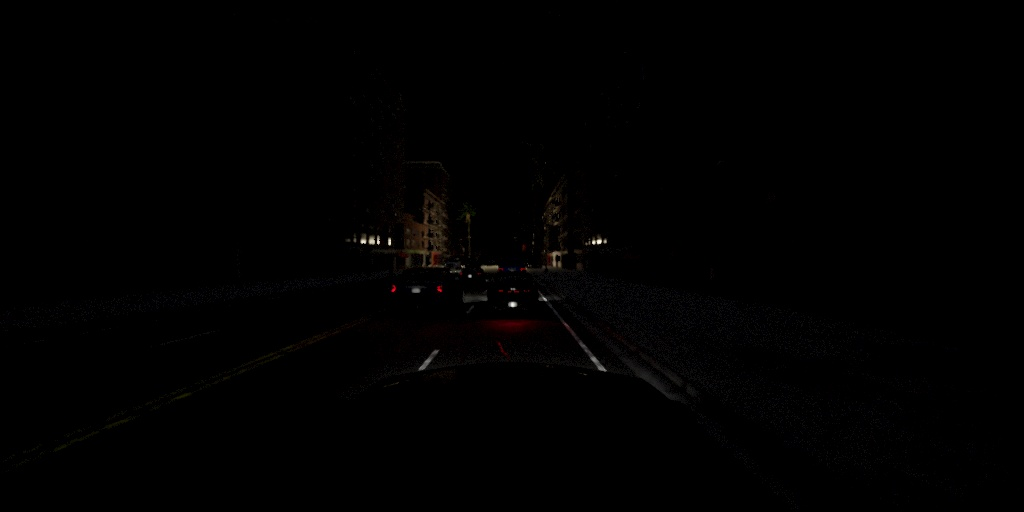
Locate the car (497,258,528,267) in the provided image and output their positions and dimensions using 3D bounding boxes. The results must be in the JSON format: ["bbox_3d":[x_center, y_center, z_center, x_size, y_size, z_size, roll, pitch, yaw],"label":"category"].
[{"bbox_3d":[0.030,1.175,28.134,2.150,2.045,5.566,0,0,1],"label":"car"}]

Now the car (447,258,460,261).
[{"bbox_3d":[-9.808,1.389,59.711,2.150,2.045,5.566,0,0,1],"label":"car"}]

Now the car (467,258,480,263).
[{"bbox_3d":[-6.562,1.390,59.849,2.150,2.045,5.566,0,0,1],"label":"car"}]

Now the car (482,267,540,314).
[{"bbox_3d":[0.045,1.358,14.287,1.837,1.490,4.892,0,0,0],"label":"car"}]

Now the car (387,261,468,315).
[{"bbox_3d":[-3.207,1.202,14.184,2.097,1.767,4.553,0,-1,1],"label":"car"}]

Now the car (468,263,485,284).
[{"bbox_3d":[-3.210,1.525,29.436,1.994,1.385,4.181,0,0,0],"label":"car"}]
